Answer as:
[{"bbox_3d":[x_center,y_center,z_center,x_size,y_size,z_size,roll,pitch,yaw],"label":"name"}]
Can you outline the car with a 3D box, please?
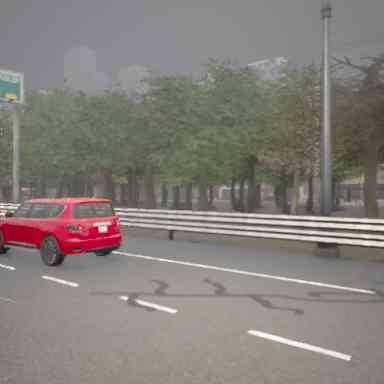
[{"bbox_3d":[-4.887,1.220,11.663,5.566,2.045,2.150,0,0,36],"label":"car"}]
